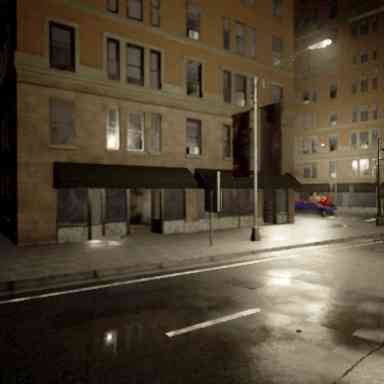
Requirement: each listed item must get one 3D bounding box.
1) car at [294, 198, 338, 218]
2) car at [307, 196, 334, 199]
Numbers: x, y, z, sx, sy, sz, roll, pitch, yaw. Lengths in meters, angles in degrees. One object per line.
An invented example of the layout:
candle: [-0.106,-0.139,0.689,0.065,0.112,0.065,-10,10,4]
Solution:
car: [12.031,1.686,33.186,1.812,1.442,4.674,0,1,-43]
car: [14.307,1.425,39.140,2.192,1.841,5.009,0,0,-44]
